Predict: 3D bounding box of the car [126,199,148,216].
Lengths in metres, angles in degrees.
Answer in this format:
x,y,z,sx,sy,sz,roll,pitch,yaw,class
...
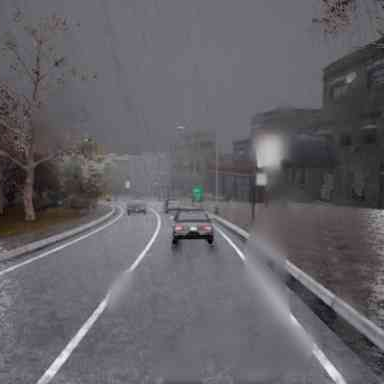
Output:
x,y,z,sx,sy,sz,roll,pitch,yaw,class
-5.463,1.480,33.139,1.837,1.490,4.892,-1,0,-9,car

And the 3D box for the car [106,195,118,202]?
x,y,z,sx,sy,sz,roll,pitch,yaw,class
-17.310,1.422,71.929,2.128,1.511,4.902,-3,1,-24,car

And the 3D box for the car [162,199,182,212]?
x,y,z,sx,sy,sz,roll,pitch,yaw,class
-2.031,1.459,35.285,2.033,1.411,5.357,-1,0,-10,car

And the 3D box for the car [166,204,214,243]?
x,y,z,sx,sy,sz,roll,pitch,yaw,class
-0.041,1.510,15.841,2.033,1.411,5.357,0,0,-2,car
